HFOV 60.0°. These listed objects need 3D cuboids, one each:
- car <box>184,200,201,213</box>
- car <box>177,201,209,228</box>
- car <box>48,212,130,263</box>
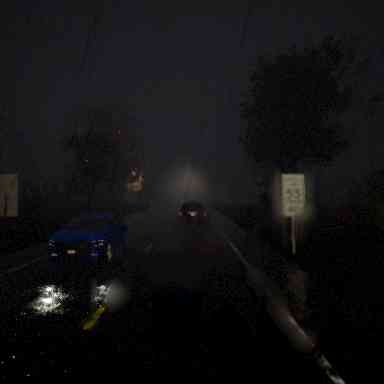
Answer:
[{"bbox_3d":[0.077,1.793,41.636,2.033,1.411,5.357,0,0,0],"label":"car"},{"bbox_3d":[0.069,1.468,23.093,2.097,1.767,4.553,0,0,0],"label":"car"},{"bbox_3d":[-3.600,1.535,12.439,1.882,1.535,5.008,0,-1,0],"label":"car"}]
